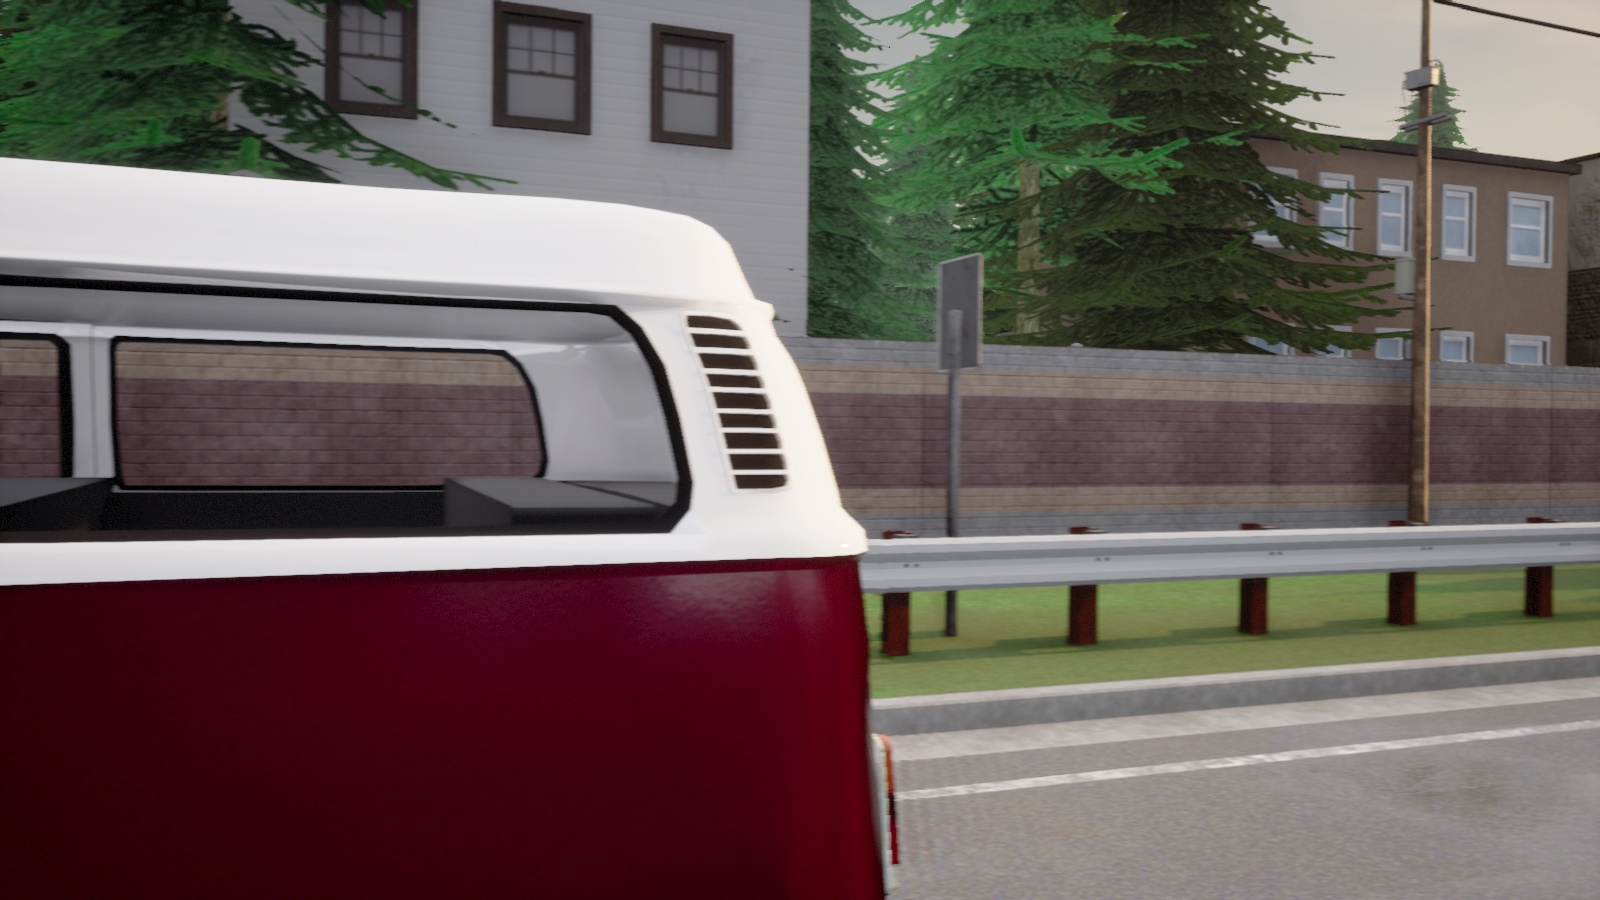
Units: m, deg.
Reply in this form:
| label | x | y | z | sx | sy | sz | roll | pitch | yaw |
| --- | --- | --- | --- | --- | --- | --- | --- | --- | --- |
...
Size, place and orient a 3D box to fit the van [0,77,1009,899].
| label | x | y | z | sx | sy | sz | roll | pitch | yaw |
| --- | --- | --- | --- | --- | --- | --- | --- | --- | --- |
| van | -2.084 | 0.507 | 2.445 | 4.480 | 2.038 | 2.069 | -1 | 1 | -21 |
